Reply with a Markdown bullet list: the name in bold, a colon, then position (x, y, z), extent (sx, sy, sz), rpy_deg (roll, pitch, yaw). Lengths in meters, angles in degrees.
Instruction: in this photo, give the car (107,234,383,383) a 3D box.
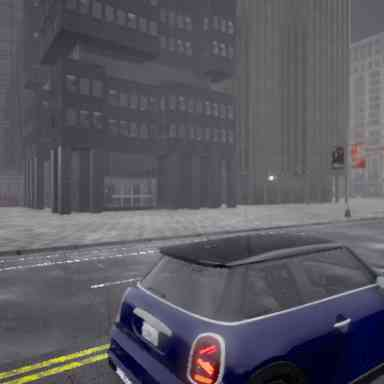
- **car**: position (1.331, 1.347, 4.376), extent (4.553, 1.767, 2.097), rpy_deg (0, 0, -35)
